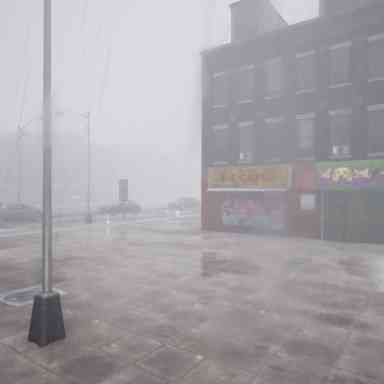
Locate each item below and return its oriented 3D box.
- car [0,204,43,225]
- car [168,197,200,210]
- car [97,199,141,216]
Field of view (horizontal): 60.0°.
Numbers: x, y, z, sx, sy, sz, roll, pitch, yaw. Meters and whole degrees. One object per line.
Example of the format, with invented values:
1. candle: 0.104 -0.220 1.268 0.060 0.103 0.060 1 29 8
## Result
1. car: -12.736 1.512 23.470 1.994 1.385 4.181 0 0 36
2. car: -0.912 1.378 40.200 1.837 1.490 4.892 0 0 36
3. car: -6.866 1.435 31.784 1.812 1.442 4.674 0 0 35
